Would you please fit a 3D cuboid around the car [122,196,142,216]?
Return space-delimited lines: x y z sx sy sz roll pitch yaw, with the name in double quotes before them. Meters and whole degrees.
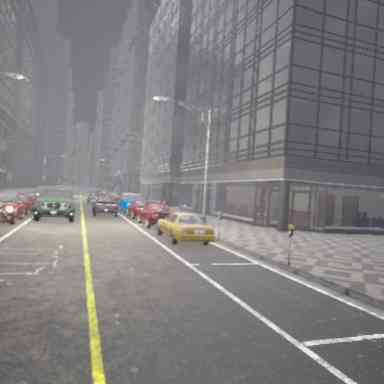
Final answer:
"car" -3.976 1.314 25.880 1.887 1.381 4.507 4 0 -19

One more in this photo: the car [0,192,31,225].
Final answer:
"car" -10.231 0.787 17.833 1.967 1.590 4.097 4 0 -19

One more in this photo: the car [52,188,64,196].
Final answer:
"car" -26.371 -0.088 65.588 1.947 1.339 4.313 4 0 -19

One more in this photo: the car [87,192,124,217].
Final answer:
"car" -6.958 1.066 26.351 2.128 1.511 4.902 4 0 -19

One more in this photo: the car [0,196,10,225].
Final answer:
"car" -8.391 0.987 12.366 1.752 1.417 4.829 4 0 -19

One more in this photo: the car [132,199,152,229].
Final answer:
"car" -2.184 1.425 20.574 1.887 1.381 4.507 4 0 -19

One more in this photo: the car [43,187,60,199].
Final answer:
"car" -20.985 0.120 49.670 1.967 1.590 4.097 4 0 -19

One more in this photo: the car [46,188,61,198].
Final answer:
"car" -22.786 0.134 54.976 1.947 1.339 4.313 4 0 -19

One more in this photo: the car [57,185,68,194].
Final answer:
"car" -31.730 -0.669 81.507 2.192 1.841 5.009 4 0 -19

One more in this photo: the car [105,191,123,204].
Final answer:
"car" -11.138 0.764 47.106 1.967 1.590 4.097 4 0 -19

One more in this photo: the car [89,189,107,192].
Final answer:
"car" -12.169 0.741 41.786 2.128 1.511 4.902 4 0 -19

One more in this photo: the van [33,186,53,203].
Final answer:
"van" -17.394 0.243 39.058 1.690 1.788 3.998 4 0 -19

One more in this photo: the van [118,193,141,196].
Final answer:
"van" -5.754 0.999 31.187 1.690 1.788 3.998 4 0 -19

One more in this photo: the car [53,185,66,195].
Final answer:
"car" -28.146 -0.449 70.895 2.192 1.841 5.009 4 0 -19

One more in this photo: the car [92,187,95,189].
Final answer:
"car" -23.694 0.115 84.251 1.947 1.339 4.313 4 0 -19

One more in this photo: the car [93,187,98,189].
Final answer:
"car" -21.902 0.224 78.945 1.947 1.339 4.313 4 0 -19

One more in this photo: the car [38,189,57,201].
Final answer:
"car" -19.203 0.373 44.363 1.802 1.307 4.206 4 0 -19

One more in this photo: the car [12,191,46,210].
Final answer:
"car" -13.823 0.669 28.445 1.887 1.381 4.507 4 0 -19

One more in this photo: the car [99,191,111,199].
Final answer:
"car" -16.523 0.535 63.025 1.887 1.381 4.507 4 0 -19

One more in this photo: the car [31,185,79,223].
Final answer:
"car" -8.384 0.693 20.731 2.150 2.045 5.566 4 0 -19

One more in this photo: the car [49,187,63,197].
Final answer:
"car" -24.570 -0.102 60.282 1.967 1.590 4.097 4 0 -19

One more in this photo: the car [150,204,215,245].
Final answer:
"car" -0.444 1.514 15.428 1.752 1.417 4.829 4 0 -19
